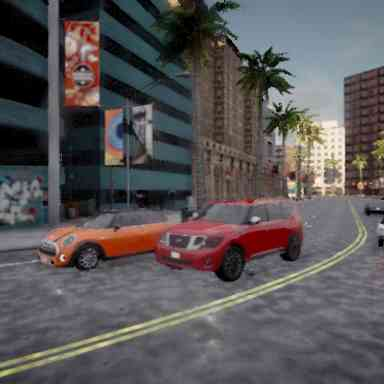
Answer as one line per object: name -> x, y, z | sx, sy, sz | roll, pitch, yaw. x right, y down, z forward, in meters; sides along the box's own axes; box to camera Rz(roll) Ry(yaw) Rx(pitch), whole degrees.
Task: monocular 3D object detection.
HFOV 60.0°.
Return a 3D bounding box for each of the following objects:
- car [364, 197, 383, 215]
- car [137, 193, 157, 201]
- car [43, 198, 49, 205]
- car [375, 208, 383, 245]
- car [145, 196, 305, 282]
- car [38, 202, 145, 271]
car -> 18.249, 1.534, 32.919 | 1.994, 1.385, 4.181 | 0, 0, 25
car -> -6.767, 1.121, 46.493 | 2.435, 2.045, 5.566 | 0, 0, 25
car -> -23.894, 1.636, 53.527 | 1.895, 1.301, 4.718 | 0, 0, 25
car -> 9.284, 1.584, 14.650 | 1.895, 1.301, 4.718 | 0, 0, 31
car -> 1.479, 1.233, 10.313 | 2.150, 2.045, 5.566 | 0, 0, 43
car -> -2.659, 1.378, 11.233 | 4.553, 1.767, 2.097 | 0, 0, -44
